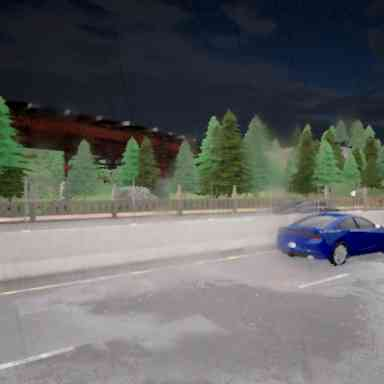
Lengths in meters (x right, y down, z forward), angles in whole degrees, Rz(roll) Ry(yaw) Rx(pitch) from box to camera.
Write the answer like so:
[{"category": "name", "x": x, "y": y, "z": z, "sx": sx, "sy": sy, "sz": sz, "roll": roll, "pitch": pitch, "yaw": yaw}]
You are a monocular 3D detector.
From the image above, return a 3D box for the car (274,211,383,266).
[{"category": "car", "x": 5.131, "y": 1.459, "z": 11.497, "sx": 5.008, "sy": 1.535, "sz": 1.882, "roll": 0, "pitch": 0, "yaw": -33}]

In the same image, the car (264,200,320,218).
[{"category": "car", "x": 9.076, "y": 1.464, "z": 30.025, "sx": 4.892, "sy": 1.490, "sz": 1.837, "roll": 0, "pitch": -1, "yaw": -26}]

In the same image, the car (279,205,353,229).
[{"category": "car", "x": 8.112, "y": 1.568, "z": 21.731, "sx": 4.718, "sy": 1.301, "sz": 1.895, "roll": 0, "pitch": 0, "yaw": -29}]
